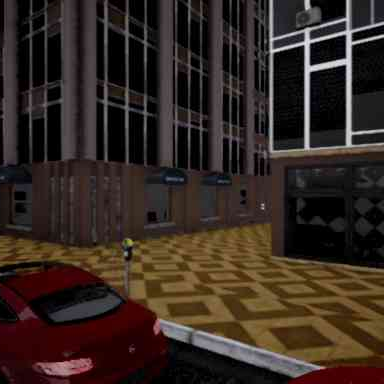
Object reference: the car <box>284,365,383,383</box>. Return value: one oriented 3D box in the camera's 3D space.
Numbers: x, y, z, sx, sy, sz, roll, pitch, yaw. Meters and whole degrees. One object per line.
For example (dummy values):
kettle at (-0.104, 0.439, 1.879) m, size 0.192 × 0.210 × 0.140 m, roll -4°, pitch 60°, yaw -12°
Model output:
car at (2.300, 1.545, 1.078) m, size 4.507 × 1.381 × 1.887 m, roll 0°, pitch 0°, yaw 36°

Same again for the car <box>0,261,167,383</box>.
car at (-2.219, 1.582, 4.303) m, size 4.206 × 1.307 × 1.802 m, roll 0°, pitch 0°, yaw 36°
